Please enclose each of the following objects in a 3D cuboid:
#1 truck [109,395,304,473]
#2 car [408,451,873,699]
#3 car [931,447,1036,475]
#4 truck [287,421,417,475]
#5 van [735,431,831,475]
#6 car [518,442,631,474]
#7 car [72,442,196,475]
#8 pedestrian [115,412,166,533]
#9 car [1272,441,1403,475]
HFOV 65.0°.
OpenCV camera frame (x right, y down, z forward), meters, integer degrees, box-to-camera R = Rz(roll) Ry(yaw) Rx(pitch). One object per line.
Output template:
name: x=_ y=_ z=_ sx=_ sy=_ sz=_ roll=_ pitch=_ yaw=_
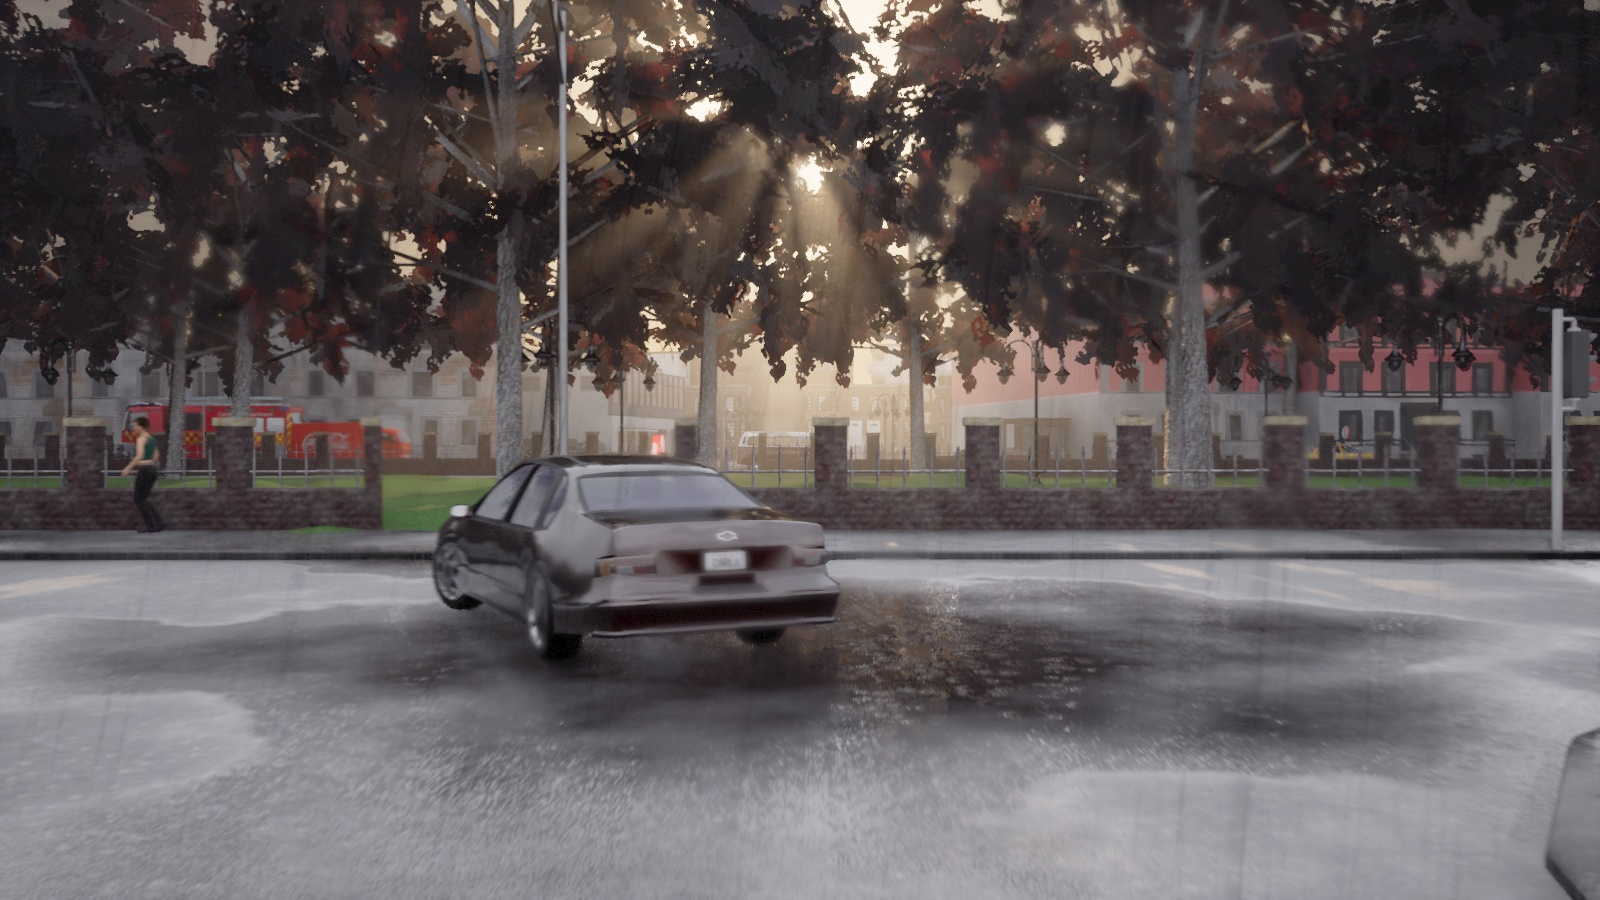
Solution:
truck: x=-29.810 y=-0.799 z=63.314 sx=8.468 sy=3.827 sz=2.891 roll=0 pitch=0 yaw=0
car: x=-1.651 y=0.735 z=10.186 sx=2.033 sy=1.411 sz=5.357 roll=0 pitch=0 yaw=-27
car: x=8.607 y=0.521 z=59.168 sx=4.718 sy=1.301 sz=1.895 roll=0 pitch=0 yaw=0
truck: x=-21.082 y=-0.086 z=59.290 sx=5.204 sy=2.467 sz=2.627 roll=0 pitch=0 yaw=0
van: x=-0.789 y=0.136 z=59.208 sx=4.480 sy=2.038 sz=2.069 roll=0 pitch=0 yaw=0
car: x=-10.593 y=0.360 z=59.255 sx=4.902 sy=1.511 sz=2.128 roll=0 pitch=0 yaw=0
car: x=-31.405 y=0.390 z=59.326 sx=4.892 sy=1.490 sz=1.837 roll=1 pitch=0 yaw=0
pedestrian: x=-10.132 y=0.339 z=19.295 sx=0.594 sy=1.836 sz=0.345 roll=0 pitch=0 yaw=0
car: x=25.265 y=0.373 z=59.106 sx=5.366 sy=1.575 sz=1.801 roll=0 pitch=0 yaw=1
